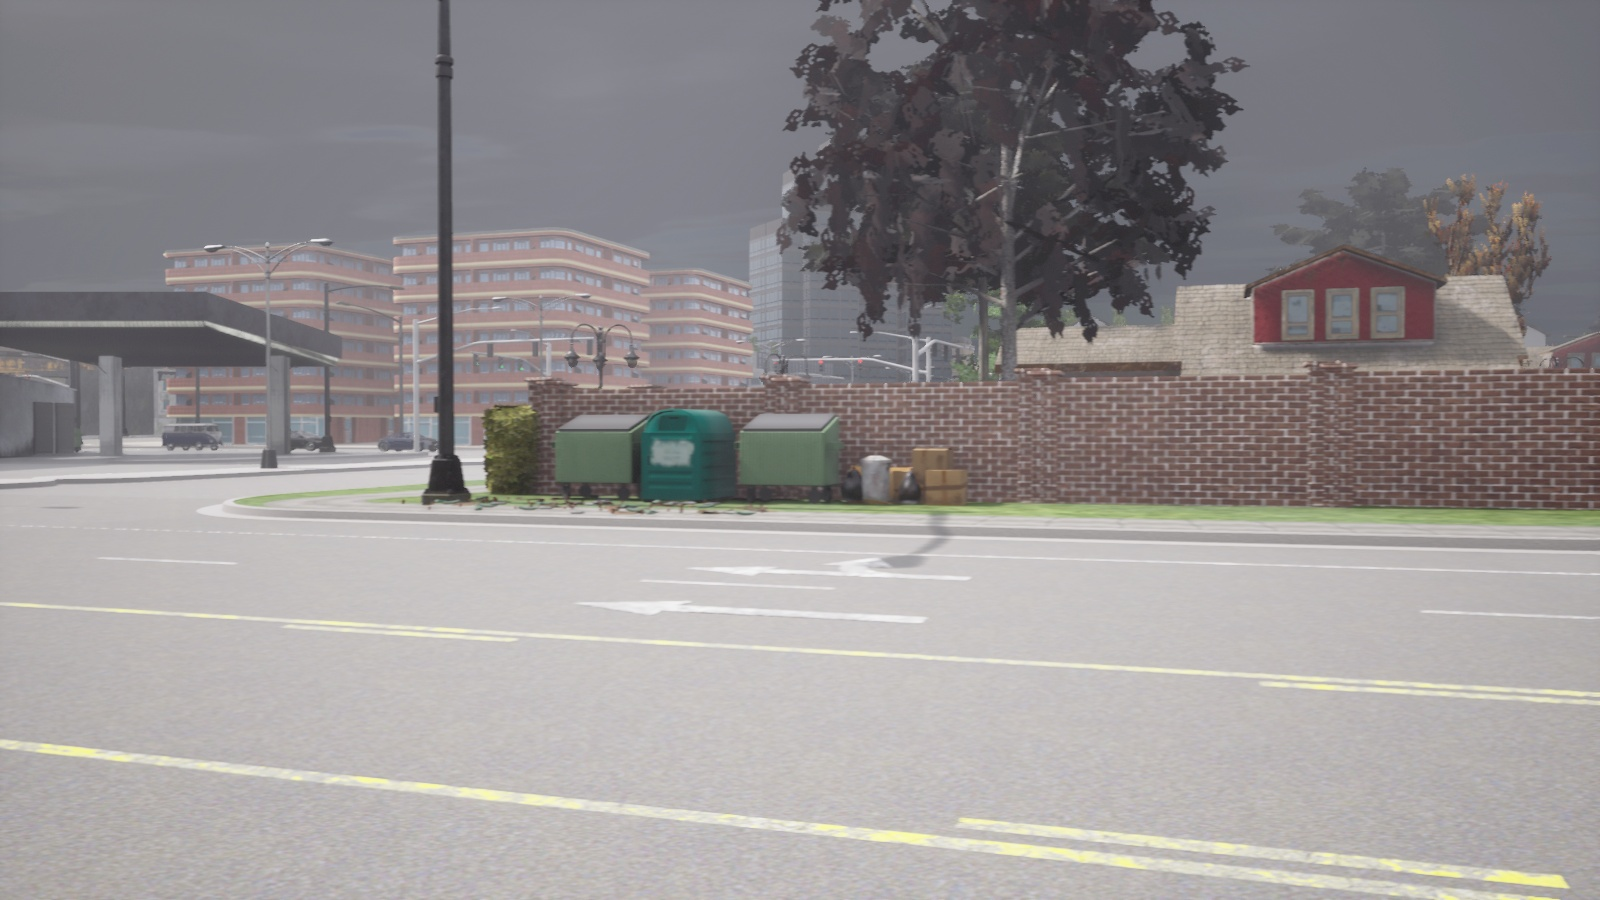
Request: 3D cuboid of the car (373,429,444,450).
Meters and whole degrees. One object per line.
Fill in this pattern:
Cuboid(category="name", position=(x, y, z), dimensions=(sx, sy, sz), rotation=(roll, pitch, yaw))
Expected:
Cuboid(category="car", position=(-26.655, -0.751, 85.572), dimensions=(4.181, 1.385, 1.994), rotation=(1, 1, 16))

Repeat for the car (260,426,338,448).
Cuboid(category="car", position=(-35.212, -0.922, 88.301), dimensions=(4.792, 1.488, 2.163), rotation=(1, 1, 17))
